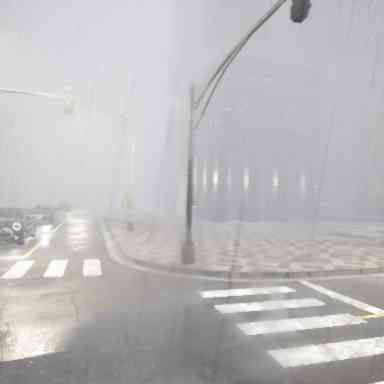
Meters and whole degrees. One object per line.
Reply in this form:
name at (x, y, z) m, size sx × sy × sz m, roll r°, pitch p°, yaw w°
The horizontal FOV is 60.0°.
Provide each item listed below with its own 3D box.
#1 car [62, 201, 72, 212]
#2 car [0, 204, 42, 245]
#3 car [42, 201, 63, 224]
car at (-18.622, 2.069, 48.724) m, size 1.882 × 1.535 × 5.008 m, roll 2°, pitch -2°, yaw -16°
car at (-8.841, 1.483, 15.916) m, size 2.097 × 1.767 × 4.553 m, roll 2°, pitch -1°, yaw -17°
car at (-12.511, 1.790, 28.117) m, size 2.128 × 1.511 × 4.902 m, roll 2°, pitch -1°, yaw -17°
